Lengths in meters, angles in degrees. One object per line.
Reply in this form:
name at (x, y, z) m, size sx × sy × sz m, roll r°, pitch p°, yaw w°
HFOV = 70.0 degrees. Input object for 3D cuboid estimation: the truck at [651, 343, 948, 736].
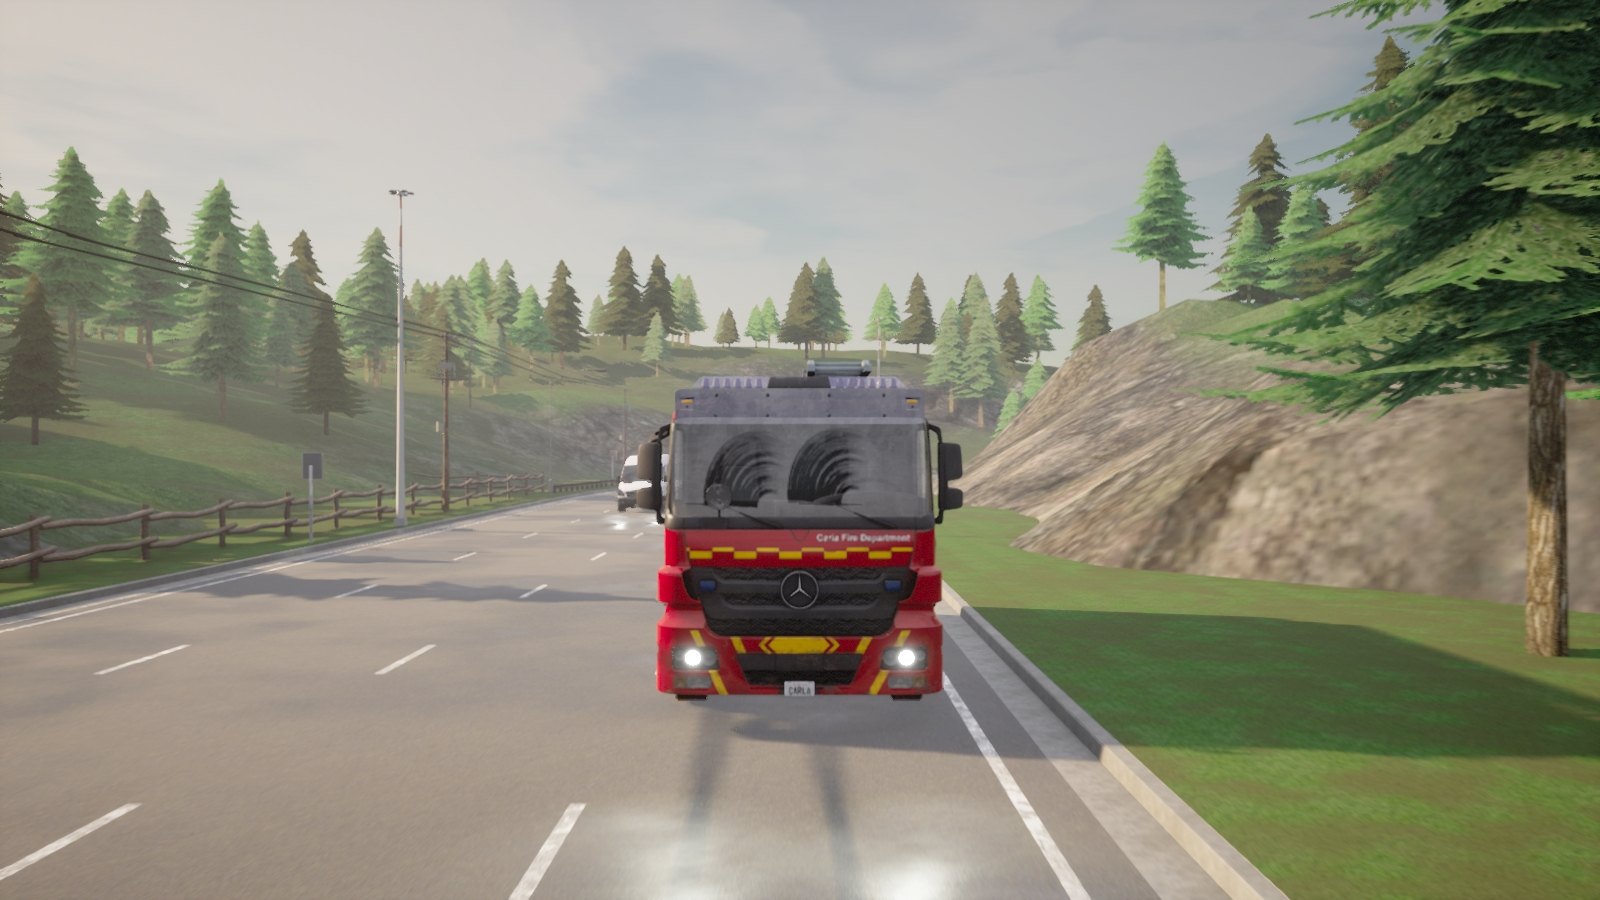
truck at (-0.007, 0.879, 15.376) m, size 2.891 × 3.827 × 8.468 m, roll 0°, pitch 0°, yaw 0°

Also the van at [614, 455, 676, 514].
van at (-7.003, 1.497, 52.244) m, size 1.988 × 2.561 × 5.915 m, roll 0°, pitch 0°, yaw 0°
